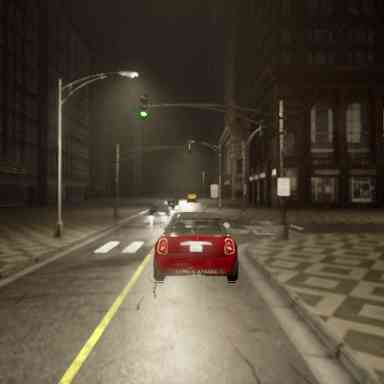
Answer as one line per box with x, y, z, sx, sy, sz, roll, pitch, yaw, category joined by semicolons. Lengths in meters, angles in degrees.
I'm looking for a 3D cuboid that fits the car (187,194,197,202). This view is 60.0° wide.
-0.019;1.498;63.757;1.895;1.301;4.718;0;0;0;car

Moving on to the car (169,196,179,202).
-3.104;1.439;43.690;2.128;1.511;4.902;0;0;0;car

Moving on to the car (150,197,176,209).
-3.108;1.514;33.745;2.033;1.411;5.357;0;0;0;car

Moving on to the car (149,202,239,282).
0.097;1.350;9.924;2.097;1.767;4.553;0;0;0;car

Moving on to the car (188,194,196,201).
-0.021;1.177;73.732;1.882;1.535;5.008;0;0;0;car

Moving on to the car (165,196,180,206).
-3.062;1.415;54.044;2.128;1.511;4.902;0;0;0;car
